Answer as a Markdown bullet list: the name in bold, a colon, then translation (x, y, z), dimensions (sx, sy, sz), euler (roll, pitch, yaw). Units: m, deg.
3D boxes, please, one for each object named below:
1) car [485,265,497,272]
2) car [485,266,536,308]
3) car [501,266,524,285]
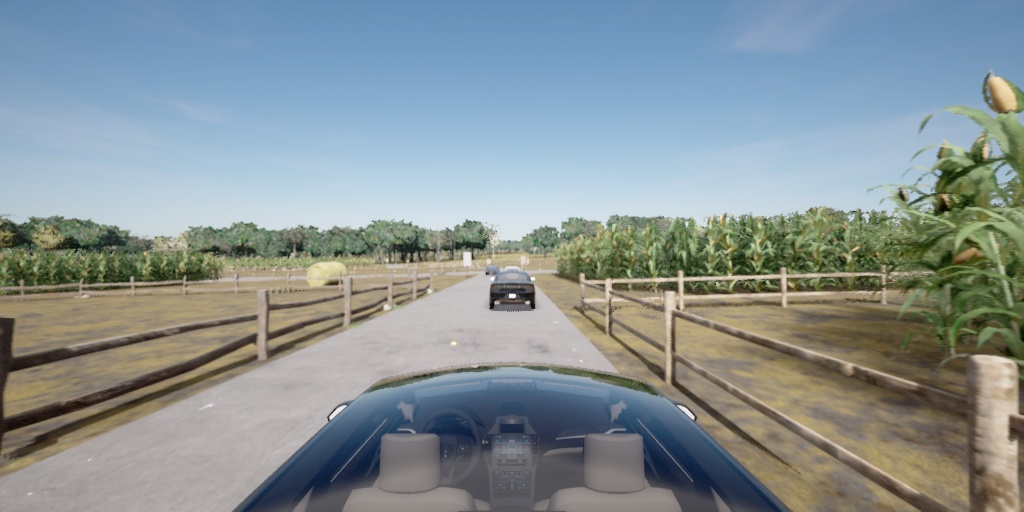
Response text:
- **car**: translation (-2.743, 1.976, 50.406), dimensions (2.033, 1.411, 5.357), euler (0, -1, 0)
- **car**: translation (0.034, 1.384, 16.107), dimensions (1.882, 1.535, 5.008), euler (0, 0, 0)
- **car**: translation (0.037, 1.638, 30.790), dimensions (1.812, 1.442, 4.674), euler (0, -1, 1)
